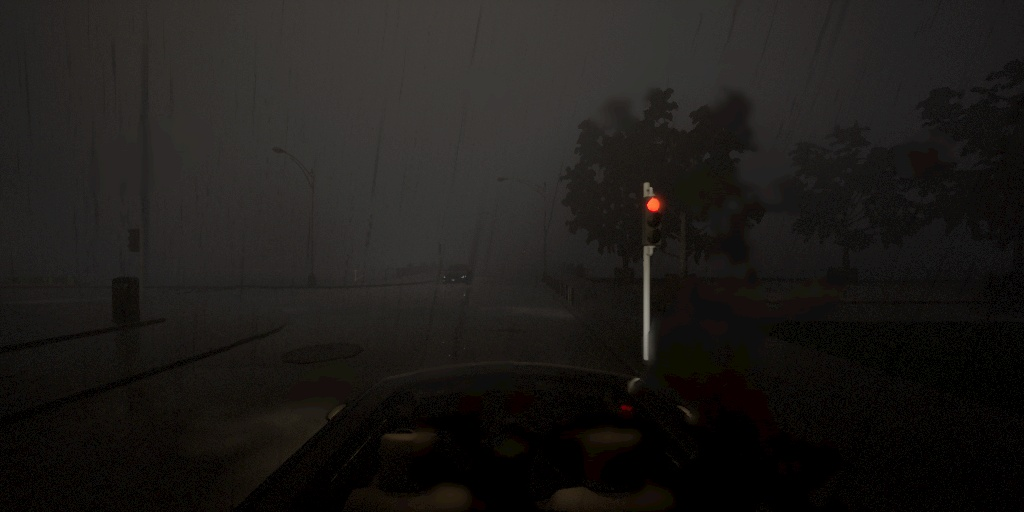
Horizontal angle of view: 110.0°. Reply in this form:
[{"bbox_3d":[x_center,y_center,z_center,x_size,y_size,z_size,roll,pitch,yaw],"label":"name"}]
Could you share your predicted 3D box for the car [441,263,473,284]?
[{"bbox_3d":[-3.968,1.322,26.638,1.837,1.490,4.892,0,1,0],"label":"car"}]
